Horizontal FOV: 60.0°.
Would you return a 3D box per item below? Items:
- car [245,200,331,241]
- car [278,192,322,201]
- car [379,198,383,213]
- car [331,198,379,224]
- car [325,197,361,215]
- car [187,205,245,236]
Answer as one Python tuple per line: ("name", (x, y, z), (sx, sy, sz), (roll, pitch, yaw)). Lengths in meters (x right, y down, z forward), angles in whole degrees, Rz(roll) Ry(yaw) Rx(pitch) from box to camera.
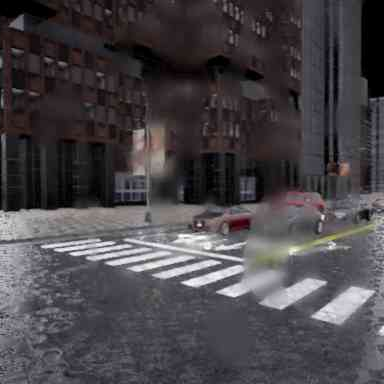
("car", (4.847, 1.385, 16.278), (1.837, 1.490, 4.892), (1, 1, 42))
("car", (7.815, 1.037, 24.499), (2.150, 2.045, 5.566), (1, 1, 42))
("car", (18.002, 1.344, 31.053), (1.812, 1.442, 4.674), (1, 1, 42))
("car", (11.186, 1.341, 23.404), (2.128, 1.511, 4.902), (1, 1, 42))
("car", (14.685, 1.309, 32.229), (1.812, 1.442, 4.674), (1, 1, 42))
("car", (1.690, 1.409, 17.607), (1.994, 1.385, 4.181), (1, 1, 42))
